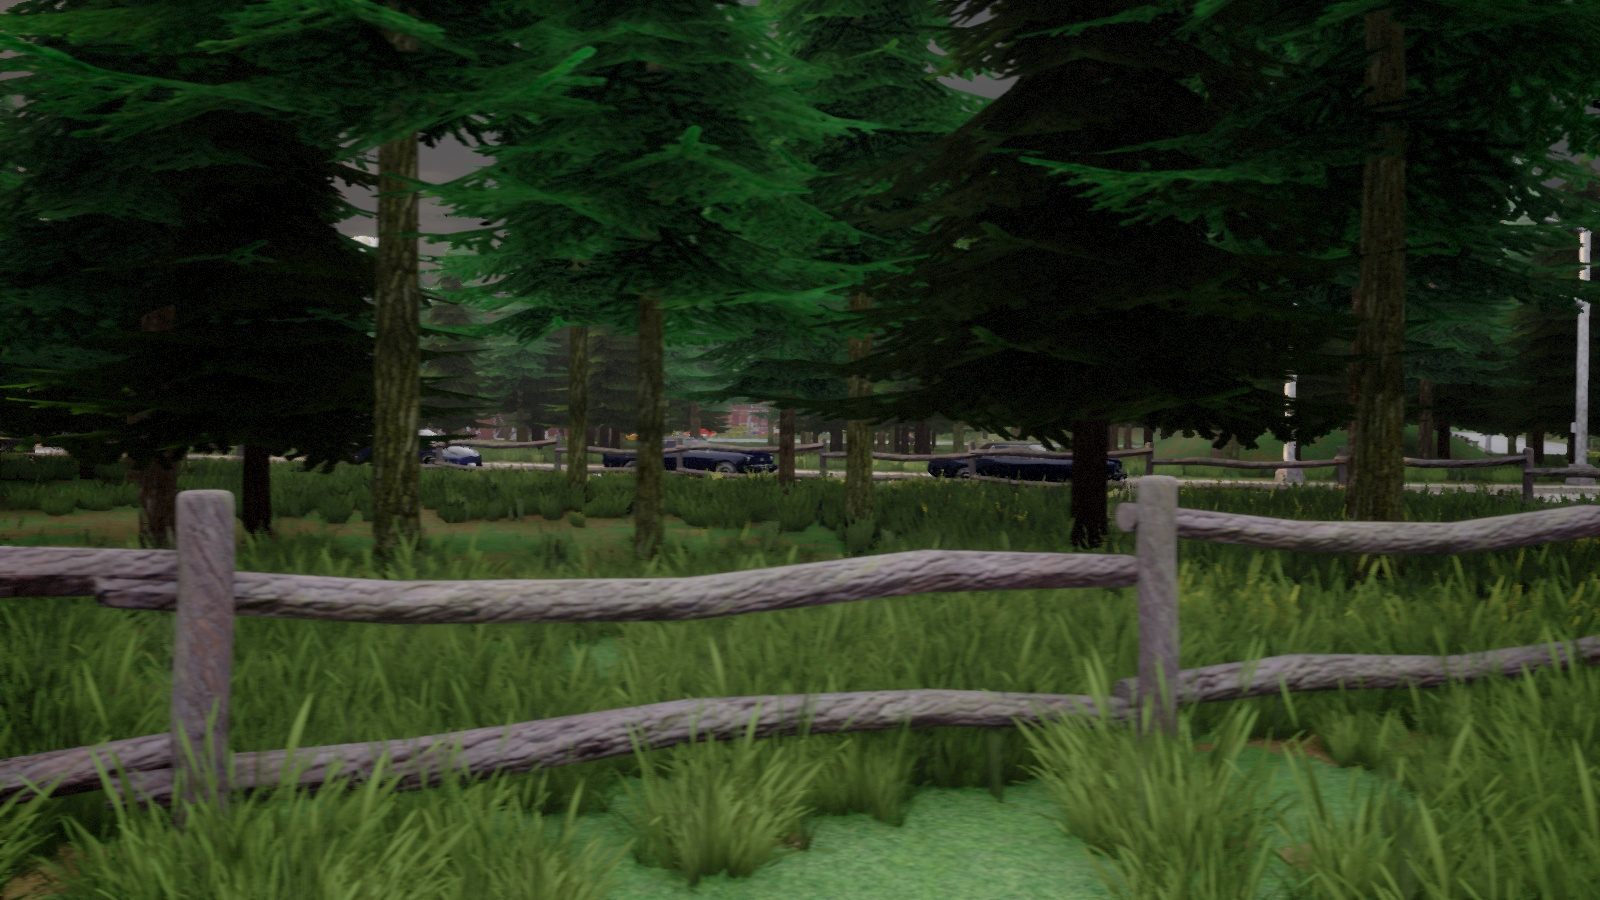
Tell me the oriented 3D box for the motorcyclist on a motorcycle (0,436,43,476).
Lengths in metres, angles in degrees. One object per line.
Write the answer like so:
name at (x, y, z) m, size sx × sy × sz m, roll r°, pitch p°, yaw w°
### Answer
motorcyclist on a motorcycle at (-32.656, 0.259, 52.250) m, size 2.350 × 1.649 × 0.766 m, roll 0°, pitch 1°, yaw 25°

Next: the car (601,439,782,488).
car at (-3.041, 0.357, 35.163) m, size 4.718 × 1.301 × 1.895 m, roll 0°, pitch 1°, yaw 24°

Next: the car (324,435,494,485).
car at (-12.202, 0.294, 39.194) m, size 4.792 × 1.488 × 2.163 m, roll 0°, pitch 1°, yaw 24°

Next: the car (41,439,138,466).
car at (-40.721, 0.149, 72.111) m, size 1.812 × 1.442 × 4.674 m, roll 0°, pitch 1°, yaw 23°

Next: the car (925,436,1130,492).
car at (5.682, 0.320, 31.336) m, size 4.718 × 1.301 × 1.895 m, roll 0°, pitch 1°, yaw 23°
